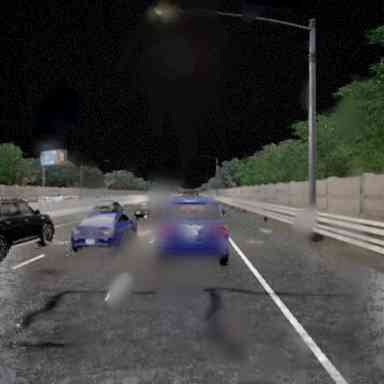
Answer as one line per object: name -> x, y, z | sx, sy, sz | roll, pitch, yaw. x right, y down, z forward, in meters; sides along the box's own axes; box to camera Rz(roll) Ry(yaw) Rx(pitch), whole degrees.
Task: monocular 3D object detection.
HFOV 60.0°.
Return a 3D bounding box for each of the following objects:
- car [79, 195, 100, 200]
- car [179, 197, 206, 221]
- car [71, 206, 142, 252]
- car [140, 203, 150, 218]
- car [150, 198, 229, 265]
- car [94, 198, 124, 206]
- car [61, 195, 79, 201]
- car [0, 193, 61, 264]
car -> -17.457, 1.352, 58.281 | 2.097, 1.767, 4.553 | 0, 0, 1
car -> 0.082, 1.326, 27.814 | 2.097, 1.767, 4.553 | 0, 0, 1
car -> -3.431, 1.507, 13.609 | 1.812, 1.442, 4.674 | 0, 0, 1
car -> -3.425, 1.575, 27.256 | 1.895, 1.301, 4.718 | 0, 0, 1
car -> 0.047, 1.207, 11.759 | 2.150, 2.045, 5.566 | 0, 0, 1
car -> -6.917, 1.480, 27.901 | 1.837, 1.490, 4.892 | 0, 0, 1
car -> -20.952, 1.563, 58.023 | 1.994, 1.385, 4.181 | 0, 0, 1
car -> -6.953, 1.207, 11.801 | 2.150, 2.045, 5.566 | 0, 0, 1
